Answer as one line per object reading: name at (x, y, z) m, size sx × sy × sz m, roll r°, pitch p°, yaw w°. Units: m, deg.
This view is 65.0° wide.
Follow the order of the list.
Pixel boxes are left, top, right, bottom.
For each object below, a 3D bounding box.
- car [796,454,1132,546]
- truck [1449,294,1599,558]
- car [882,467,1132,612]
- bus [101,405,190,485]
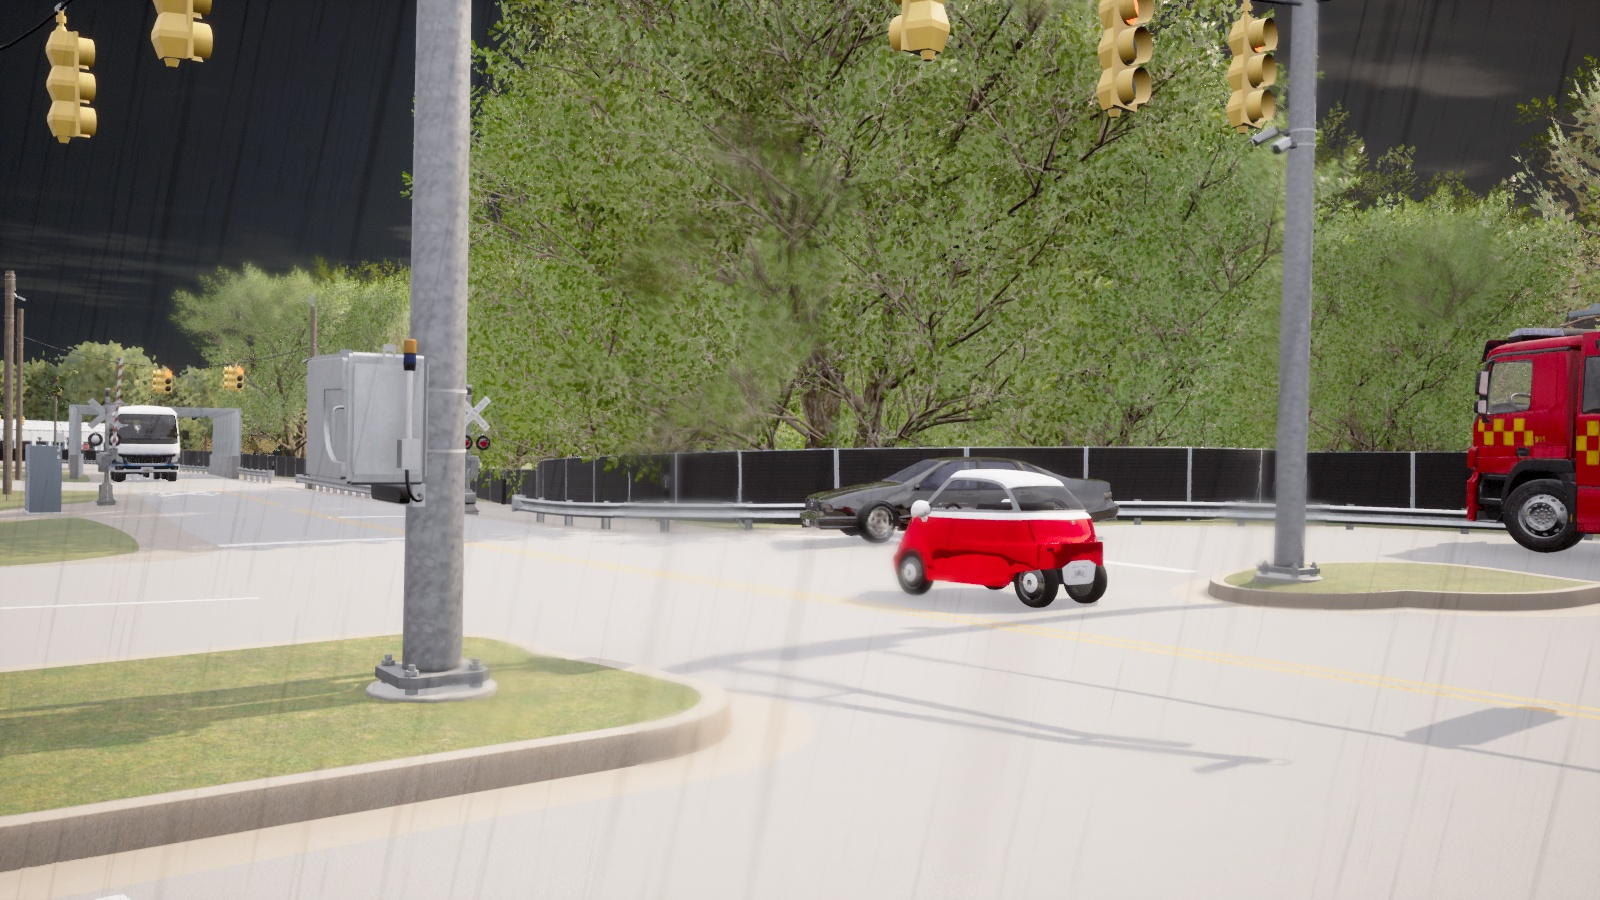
car at (2.763, 0.806, 21.676) m, size 5.357 × 1.411 × 2.033 m, roll -1°, pitch 0°, yaw -11°
truck at (13.218, -0.340, 17.422) m, size 2.891 × 3.827 × 8.468 m, roll 0°, pitch 1°, yaw -10°
car at (2.158, 0.876, 13.366) m, size 1.481 × 1.376 × 2.207 m, roll 1°, pitch -1°, yaw -36°
bus at (-37.682, -0.189, 72.027) m, size 3.944 × 4.253 × 10.273 m, roll 0°, pitch -1°, yaw -31°
